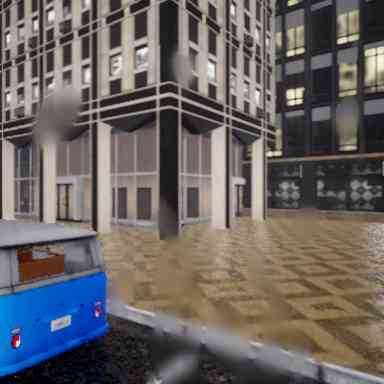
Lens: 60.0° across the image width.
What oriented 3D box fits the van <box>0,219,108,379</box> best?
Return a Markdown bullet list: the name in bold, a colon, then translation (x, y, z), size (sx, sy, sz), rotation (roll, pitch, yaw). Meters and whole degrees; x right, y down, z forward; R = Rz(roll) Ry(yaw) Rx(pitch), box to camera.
- **van**: translation (-3.077, 1.332, 5.071), size (3.998, 1.788, 1.690), rotation (0, 0, 36)
